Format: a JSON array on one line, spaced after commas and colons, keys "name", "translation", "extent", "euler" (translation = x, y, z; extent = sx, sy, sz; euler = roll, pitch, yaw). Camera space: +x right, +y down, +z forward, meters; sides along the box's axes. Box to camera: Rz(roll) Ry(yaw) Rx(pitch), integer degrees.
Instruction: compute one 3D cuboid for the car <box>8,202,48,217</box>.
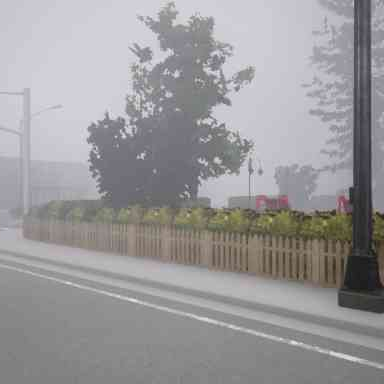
[{"name": "car", "translation": [-14.002, 1.601, 30.308], "extent": [1.895, 1.301, 4.718], "euler": [0, 0, 35]}]
